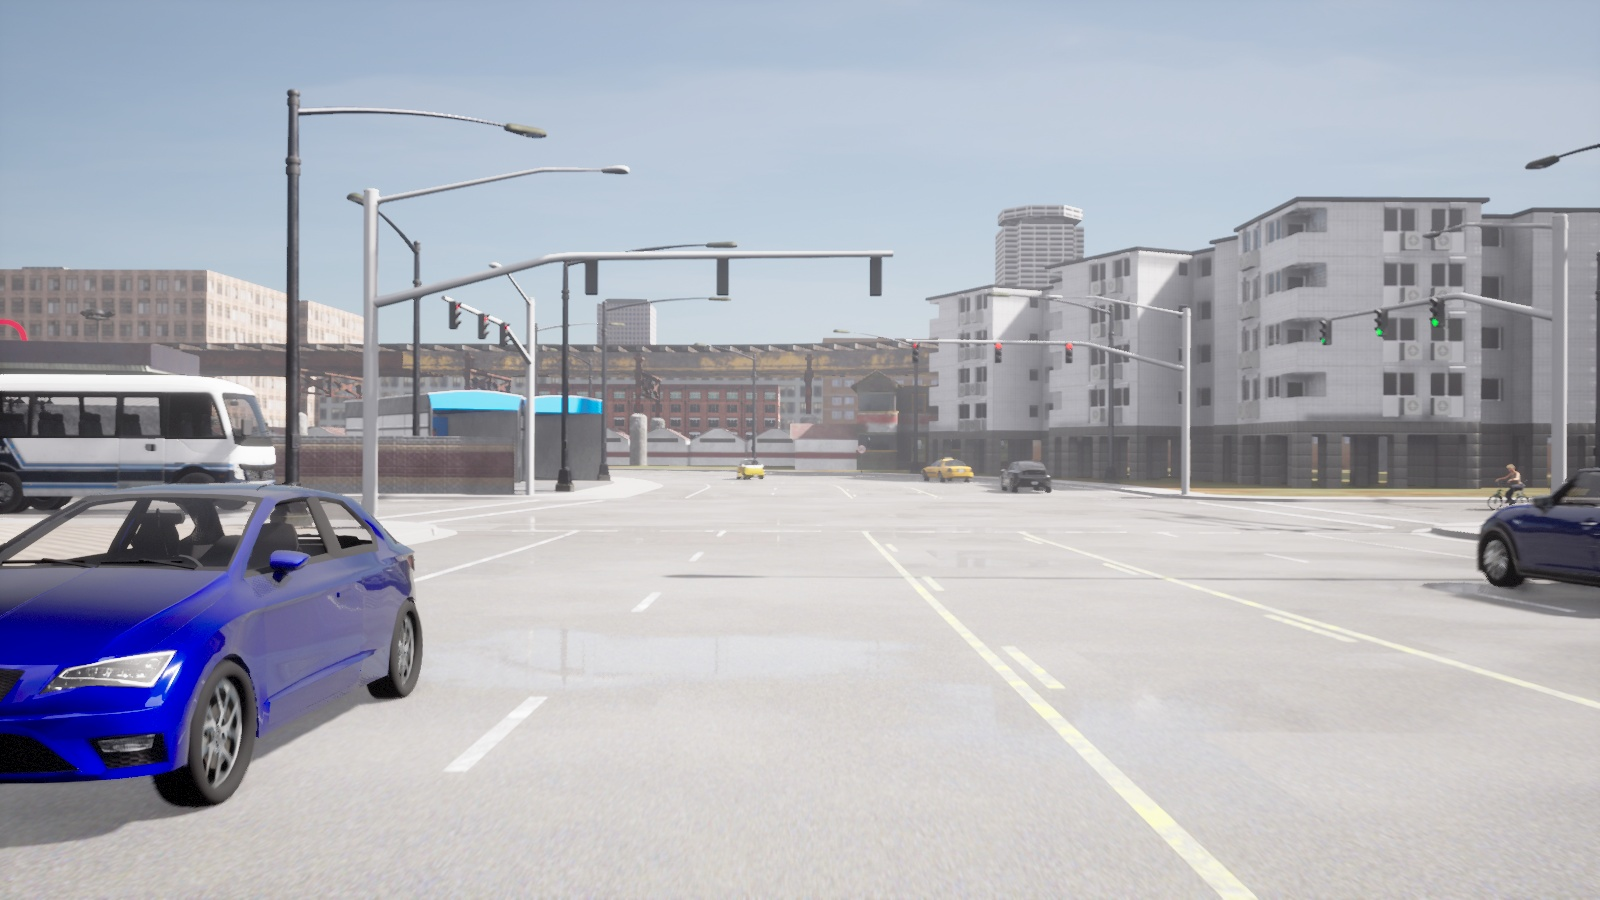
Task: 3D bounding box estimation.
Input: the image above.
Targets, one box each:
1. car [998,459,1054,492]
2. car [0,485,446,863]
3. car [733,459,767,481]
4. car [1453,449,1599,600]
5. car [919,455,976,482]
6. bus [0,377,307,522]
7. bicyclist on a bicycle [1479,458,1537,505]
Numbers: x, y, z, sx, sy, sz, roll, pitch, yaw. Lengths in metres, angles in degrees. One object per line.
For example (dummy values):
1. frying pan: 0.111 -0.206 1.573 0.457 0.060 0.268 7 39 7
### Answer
1. car: 11.009 1.207 61.451 1.837 1.490 4.892 0 0 0
2. car: -3.517 0.961 7.161 1.816 1.474 4.193 0 -1 0
3. car: -3.264 1.291 82.169 1.481 1.376 2.207 0 0 -25
4. car: 10.462 0.888 15.794 2.097 1.767 4.553 0 -1 0
5. car: 9.181 1.130 78.516 1.801 1.575 5.366 0 0 -14
6. bus: -21.302 -0.021 39.183 10.273 4.253 3.944 0 0 -3
7. bicyclist on a bicycle: 24.734 1.104 43.884 1.509 1.612 0.866 0 0 -1
